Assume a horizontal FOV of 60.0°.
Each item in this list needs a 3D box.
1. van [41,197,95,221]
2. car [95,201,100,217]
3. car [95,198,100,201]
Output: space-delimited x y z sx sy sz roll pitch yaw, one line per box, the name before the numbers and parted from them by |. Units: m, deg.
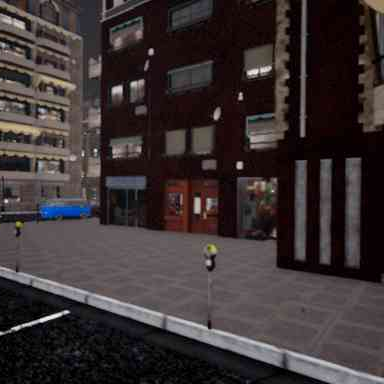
van | -10.489 1.449 27.851 1.690 1.788 3.998 -1 -1 35
car | -7.422 1.778 32.462 1.947 1.339 4.313 -1 -1 35
car | -10.255 1.753 38.391 2.033 1.411 5.357 1 -1 35
